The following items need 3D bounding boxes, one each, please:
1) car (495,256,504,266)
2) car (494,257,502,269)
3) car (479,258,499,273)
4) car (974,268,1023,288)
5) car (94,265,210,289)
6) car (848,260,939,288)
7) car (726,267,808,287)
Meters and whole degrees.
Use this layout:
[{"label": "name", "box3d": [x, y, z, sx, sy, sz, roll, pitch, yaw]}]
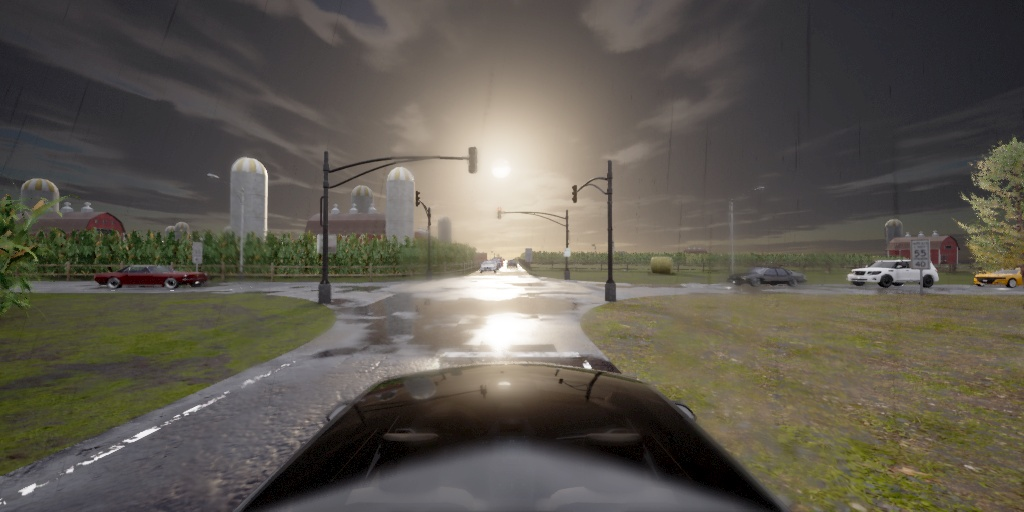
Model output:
[{"label": "car", "box3d": [-2.891, 1.295, 62.545, 1.882, 1.535, 5.008, 0, 0, 0]}, {"label": "car", "box3d": [-2.872, 1.325, 52.524, 1.812, 1.442, 4.674, 0, 0, 0]}, {"label": "car", "box3d": [-2.818, 1.312, 43.367, 1.812, 1.442, 4.674, 0, 0, -1]}, {"label": "car", "box3d": [38.842, 1.645, 27.759, 5.008, 1.535, 1.882, 1, -1, -5]}, {"label": "car", "box3d": [-19.936, 1.163, 20.073, 4.718, 1.301, 1.895, 0, -1, -4]}, {"label": "car", "box3d": [28.660, 1.291, 27.005, 5.566, 2.045, 2.150, 1, -1, -4]}, {"label": "car", "box3d": [18.675, 1.525, 26.296, 5.357, 1.411, 2.033, 1, -1, -8]}]
